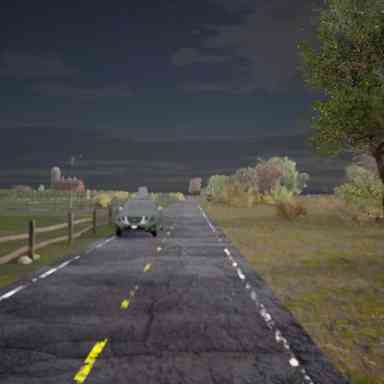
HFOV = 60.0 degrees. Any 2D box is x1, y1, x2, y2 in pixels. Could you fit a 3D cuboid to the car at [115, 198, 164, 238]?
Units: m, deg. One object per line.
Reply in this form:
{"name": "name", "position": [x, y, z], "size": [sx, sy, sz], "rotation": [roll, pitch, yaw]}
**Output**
{"name": "car", "position": [-2.839, 1.379, 19.124], "size": [2.150, 2.045, 5.566], "rotation": [0, 0, 0]}
